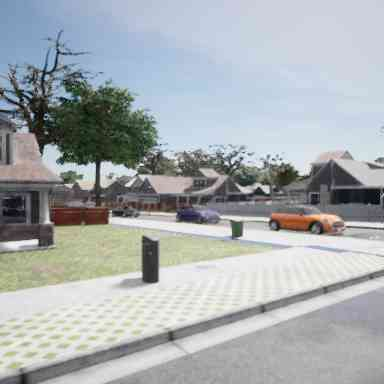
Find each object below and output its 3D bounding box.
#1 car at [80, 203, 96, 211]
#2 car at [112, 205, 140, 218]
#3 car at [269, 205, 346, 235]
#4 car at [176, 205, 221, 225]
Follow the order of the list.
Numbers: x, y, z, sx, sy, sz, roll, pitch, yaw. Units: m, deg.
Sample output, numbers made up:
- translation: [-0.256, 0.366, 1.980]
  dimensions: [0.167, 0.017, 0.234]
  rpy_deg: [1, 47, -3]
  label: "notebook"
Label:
- translation: [-18.196, 2.712, 58.176]
  dimensions: [2.097, 1.767, 4.553]
  rpy_deg: [0, -1, -41]
  label: "car"
- translation: [-8.218, 2.431, 41.135]
  dimensions: [1.837, 1.490, 4.892]
  rpy_deg: [0, -1, -37]
  label: "car"
- translation: [7.006, 1.629, 20.570]
  dimensions: [2.097, 1.767, 4.553]
  rpy_deg: [0, -1, -36]
  label: "car"
- translation: [0.512, 1.919, 29.484]
  dimensions: [2.097, 1.767, 4.553]
  rpy_deg: [0, -1, -36]
  label: "car"
